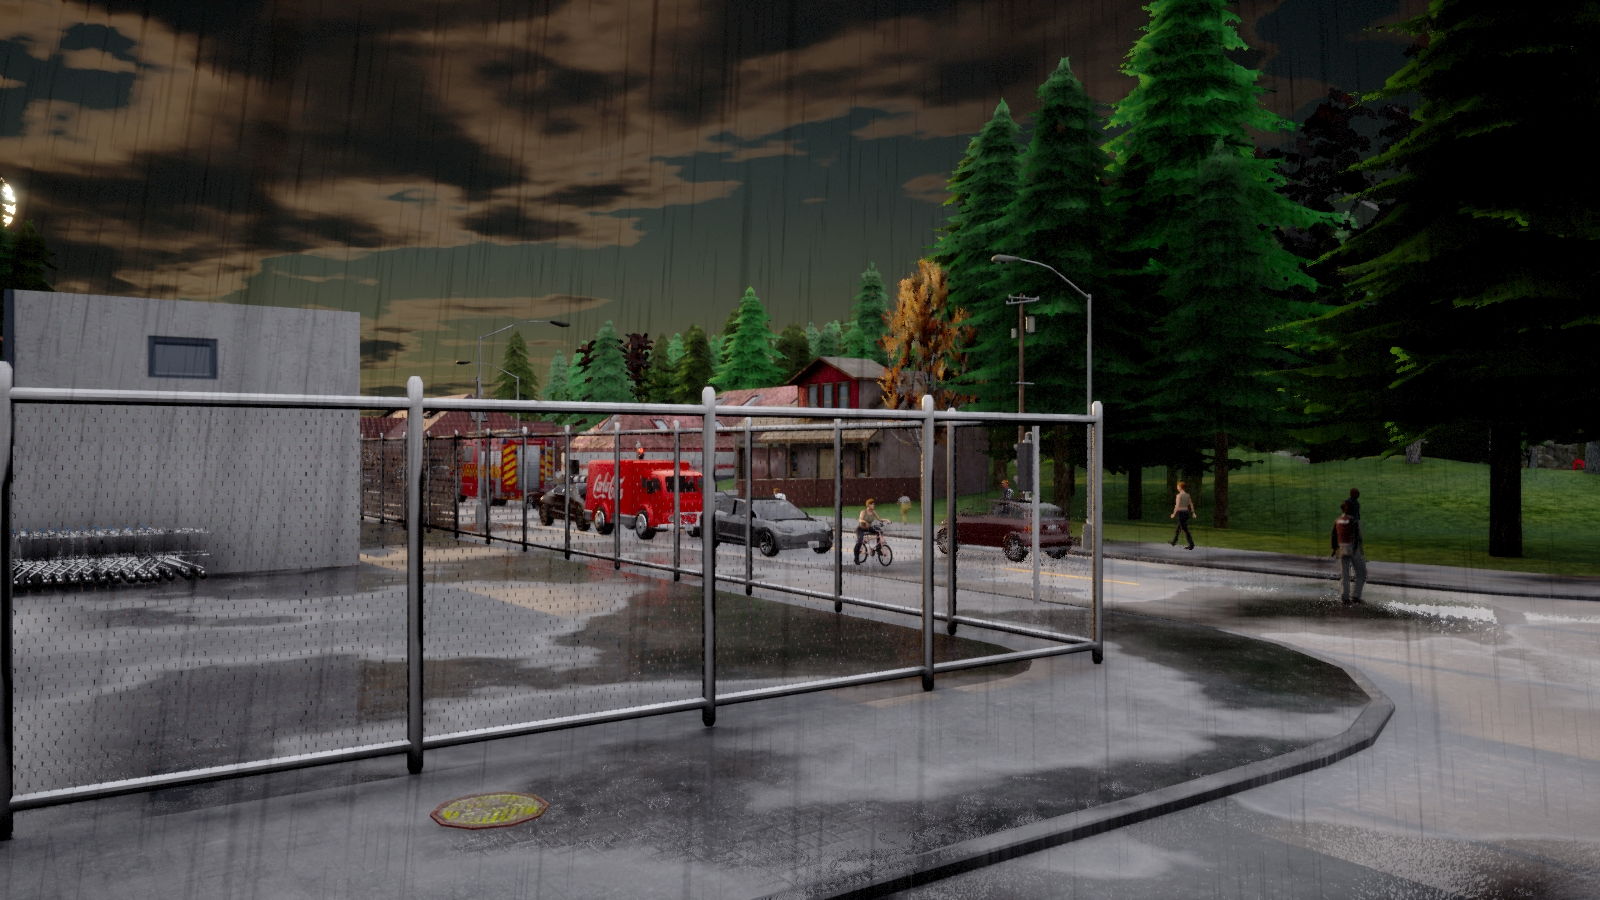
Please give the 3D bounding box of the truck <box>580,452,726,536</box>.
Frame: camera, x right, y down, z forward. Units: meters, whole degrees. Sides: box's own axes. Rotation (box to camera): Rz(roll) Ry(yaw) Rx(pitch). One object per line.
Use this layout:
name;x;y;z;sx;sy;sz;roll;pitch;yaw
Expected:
truck;-4.910;1.336;37.383;2.627;2.467;5.204;0;0;-35

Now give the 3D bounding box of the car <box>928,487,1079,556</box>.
car;5.230;1.800;29.773;1.789;1.549;3.705;0;0;-35

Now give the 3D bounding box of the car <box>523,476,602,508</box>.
car;-11.100;1.931;53.211;1.895;1.301;4.718;0;0;-35

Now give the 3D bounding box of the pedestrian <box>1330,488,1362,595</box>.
pedestrian;9.776;1.625;20.445;0.375;1.860;0.375;0;0;-31

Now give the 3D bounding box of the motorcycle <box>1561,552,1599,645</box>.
motorcycle;11.393;1.990;15.133;2.033;1.145;0.803;0;0;17

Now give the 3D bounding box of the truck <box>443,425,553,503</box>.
truck;-16.070;0.667;60.303;2.891;3.827;8.468;0;0;-35

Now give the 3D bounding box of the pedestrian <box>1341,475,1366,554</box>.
pedestrian;13.171;1.520;27.179;0.375;1.860;0.375;0;0;-17

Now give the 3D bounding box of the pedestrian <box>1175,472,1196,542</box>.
pedestrian;10.315;1.522;30.587;0.375;1.860;0.375;0;0;-32

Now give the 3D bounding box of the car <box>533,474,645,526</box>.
car;-7.756;1.772;41.538;2.152;1.651;5.027;0;0;-34

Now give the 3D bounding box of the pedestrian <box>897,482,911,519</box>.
pedestrian;3.730;1.801;40.875;0.375;1.300;0.375;0;0;-21

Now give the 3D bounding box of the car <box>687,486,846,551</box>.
car;-1.029;1.840;31.812;2.163;1.488;4.792;0;0;-35

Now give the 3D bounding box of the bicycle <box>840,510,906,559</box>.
bicycle;1.773;2.033;27.810;0.859;1.080;1.487;0;0;-35

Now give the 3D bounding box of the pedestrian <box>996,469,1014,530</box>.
pedestrian;6.308;1.520;35.136;0.375;1.860;0.375;0;0;-43
